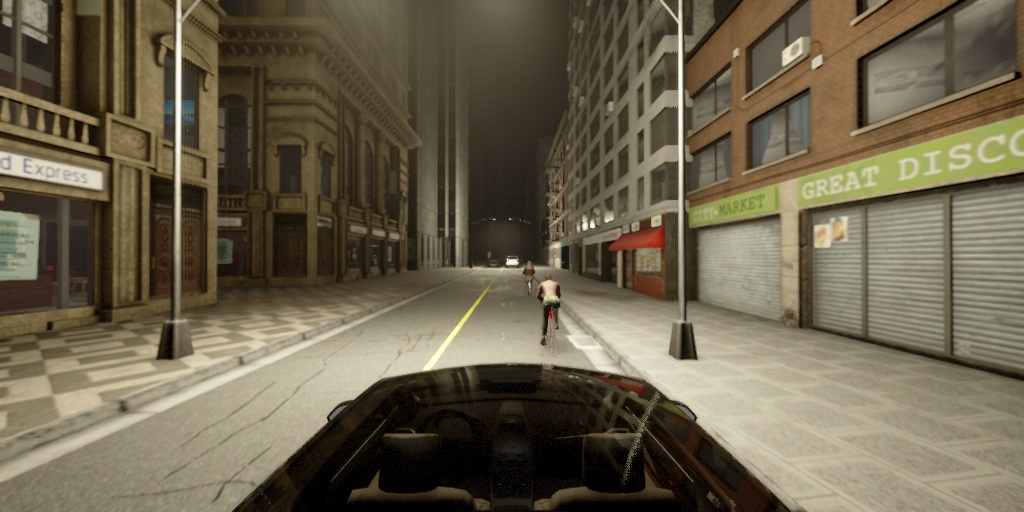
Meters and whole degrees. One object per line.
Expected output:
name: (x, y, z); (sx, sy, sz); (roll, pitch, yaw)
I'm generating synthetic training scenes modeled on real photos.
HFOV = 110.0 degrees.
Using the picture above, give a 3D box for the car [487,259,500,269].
car: (-3.073, 1.258, 59.495); (1.882, 1.535, 5.008); (0, 0, 0)

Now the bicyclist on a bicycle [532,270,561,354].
bicyclist on a bicycle: (0.826, 1.203, 7.869); (0.582, 1.620, 1.656); (0, 0, 0)

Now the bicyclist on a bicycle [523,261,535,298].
bicyclist on a bicycle: (0.826, 1.121, 17.469); (0.659, 1.776, 1.843); (0, 0, 0)

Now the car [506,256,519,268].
car: (0.102, 1.006, 62.262); (2.150, 2.045, 5.566); (0, 0, 0)
